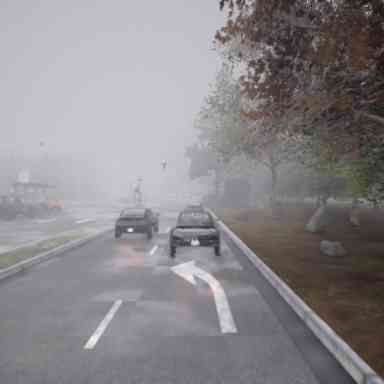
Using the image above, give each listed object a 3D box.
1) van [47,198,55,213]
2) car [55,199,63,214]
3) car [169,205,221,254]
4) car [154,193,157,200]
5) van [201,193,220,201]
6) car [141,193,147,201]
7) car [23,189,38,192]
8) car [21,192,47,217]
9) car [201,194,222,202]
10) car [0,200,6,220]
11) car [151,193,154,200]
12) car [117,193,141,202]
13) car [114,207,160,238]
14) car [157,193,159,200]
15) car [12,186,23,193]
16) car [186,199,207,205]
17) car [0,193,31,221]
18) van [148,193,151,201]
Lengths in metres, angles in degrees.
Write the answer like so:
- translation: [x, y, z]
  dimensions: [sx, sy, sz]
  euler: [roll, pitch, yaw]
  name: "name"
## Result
- translation: [-16.599, 1.387, 33.614]
  dimensions: [4.442, 1.987, 1.878]
  euler: [-1, -1, -19]
  name: "van"
- translation: [-16.624, 1.503, 36.592]
  dimensions: [4.553, 1.767, 2.185]
  euler: [-1, 0, -19]
  name: "car"
- translation: [0.105, 1.524, 13.652]
  dimensions: [2.128, 1.511, 4.902]
  euler: [0, 0, 0]
  name: "car"
- translation: [-12.636, 1.615, 89.348]
  dimensions: [4.674, 1.452, 2.002]
  euler: [-1, 0, -13]
  name: "car"
- translation: [4.287, 1.261, 76.993]
  dimensions: [4.442, 1.987, 1.878]
  euler: [1, 0, -14]
  name: "van"
- translation: [-13.796, 1.535, 77.390]
  dimensions: [5.366, 1.575, 1.946]
  euler: [-1, -1, -15]
  name: "car"
- translation: [-31.161, 0.321, 65.270]
  dimensions: [2.002, 1.452, 4.674]
  euler: [6, -3, -19]
  name: "car"
- translation: [-16.715, 1.348, 30.578]
  dimensions: [5.566, 2.045, 2.435]
  euler: [-1, -1, -20]
  name: "car"
- translation: [4.671, 1.369, 79.963]
  dimensions: [4.553, 1.767, 2.185]
  euler: [1, 0, -14]
  name: "car"
- translation: [-16.768, 1.612, 24.544]
  dimensions: [4.674, 1.452, 2.002]
  euler: [-1, 0, -20]
  name: "car"
- translation: [-13.009, 1.568, 86.353]
  dimensions: [4.892, 1.521, 2.231]
  euler: [-1, -1, -14]
  name: "car"
- translation: [-14.441, 1.569, 74.398]
  dimensions: [4.792, 1.488, 2.163]
  euler: [-1, 0, -15]
  name: "car"
- translation: [-2.892, 1.555, 18.056]
  dimensions: [1.837, 1.490, 4.892]
  euler: [0, 0, 0]
  name: "car"
- translation: [-12.264, 1.623, 92.350]
  dimensions: [4.674, 1.452, 2.002]
  euler: [-1, -1, -13]
  name: "car"
- translation: [-34.156, -0.241, 65.332]
  dimensions: [2.435, 2.045, 5.566]
  euler: [6, -3, -19]
  name: "car"
- translation: [0.172, 1.609, 30.265]
  dimensions: [1.837, 1.490, 4.892]
  euler: [0, -1, 1]
  name: "car"
- translation: [-16.788, 1.335, 27.542]
  dimensions: [5.566, 2.045, 2.435]
  euler: [-1, 0, -20]
  name: "car"
- translation: [-13.237, 1.331, 83.383]
  dimensions: [4.442, 1.987, 1.878]
  euler: [-1, -1, -14]
  name: "van"
